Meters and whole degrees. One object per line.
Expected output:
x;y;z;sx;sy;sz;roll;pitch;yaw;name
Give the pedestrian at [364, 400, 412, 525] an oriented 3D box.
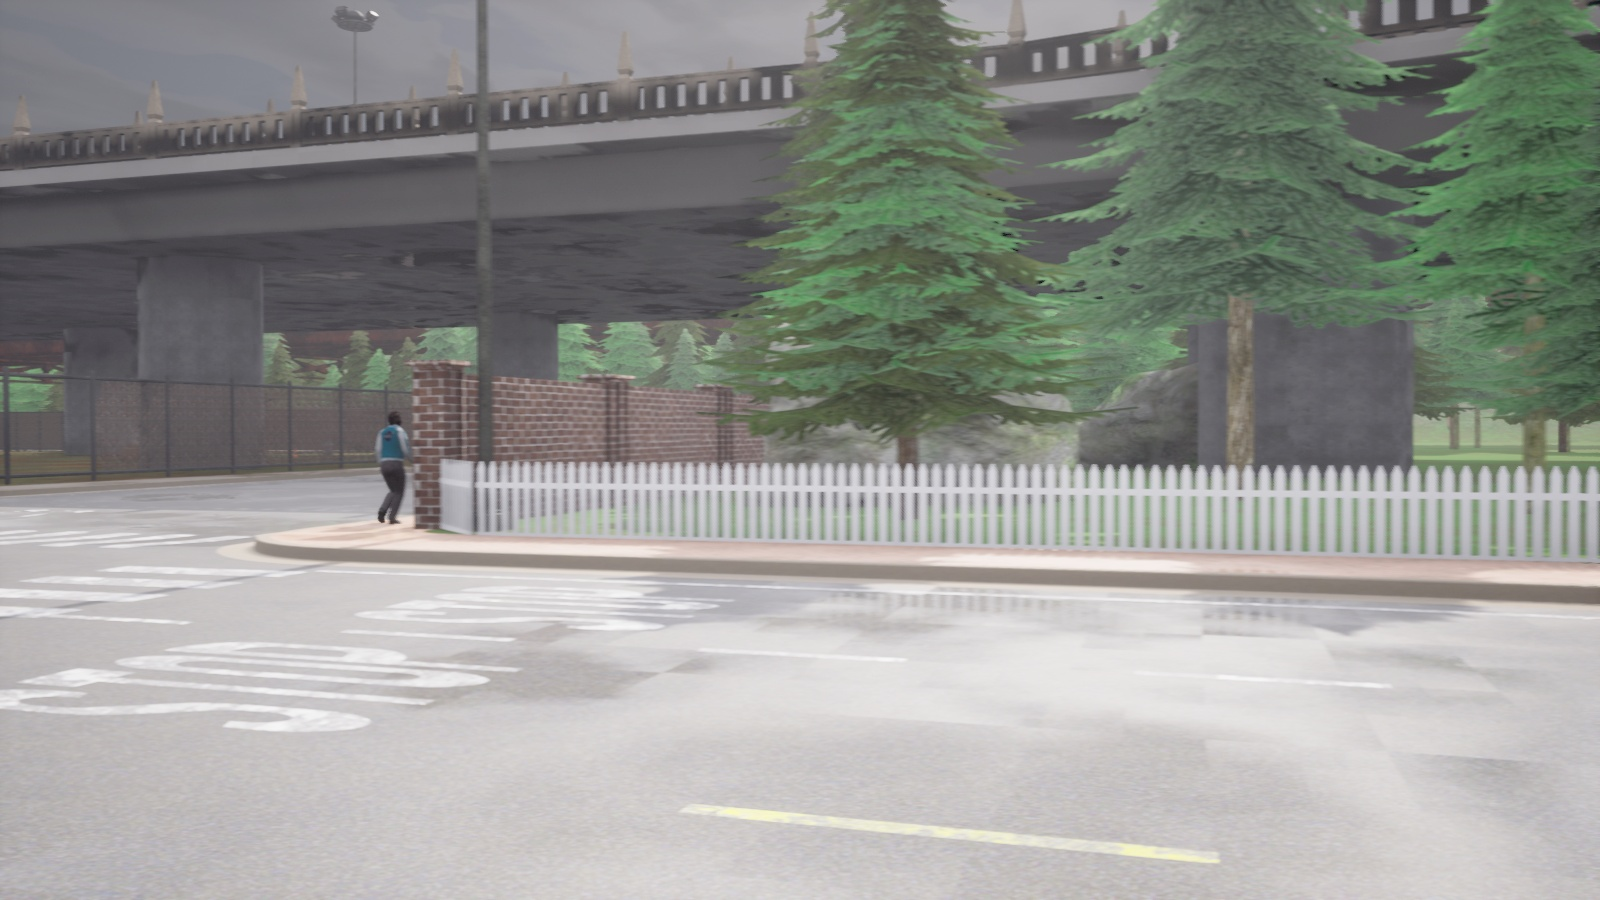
-6.438;0.185;19.627;0.396;1.930;0.692;0;1;15;pedestrian
